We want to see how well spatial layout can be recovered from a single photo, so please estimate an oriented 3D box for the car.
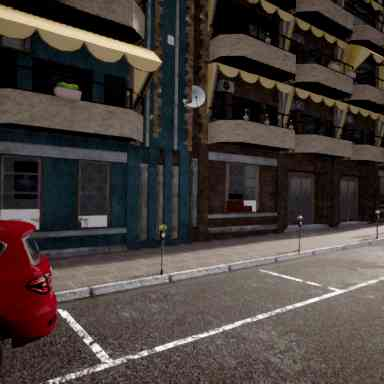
[{"bbox_3d":[-4.122,1.315,3.595,5.009,1.841,2.192,0,1,-36],"label":"car"}]
